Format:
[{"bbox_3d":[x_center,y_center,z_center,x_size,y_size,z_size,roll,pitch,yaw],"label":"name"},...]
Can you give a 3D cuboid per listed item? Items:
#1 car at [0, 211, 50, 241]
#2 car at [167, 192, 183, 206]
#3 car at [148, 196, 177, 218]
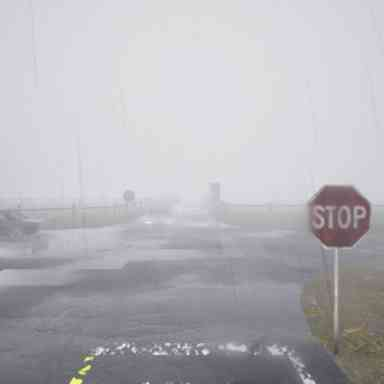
[{"bbox_3d":[-9.414,1.555,15.687,4.718,1.301,1.895,0,1,-9],"label":"car"},{"bbox_3d":[-2.673,1.082,52.381,2.150,2.045,5.566,0,0,0],"label":"car"},{"bbox_3d":[-2.715,1.445,29.769,1.882,1.535,5.008,0,0,1],"label":"car"}]
